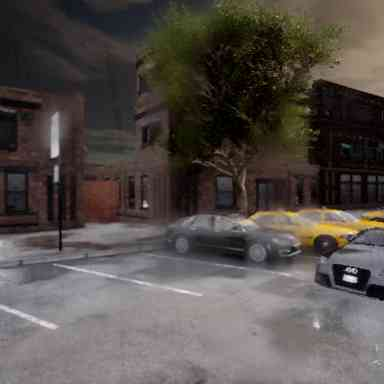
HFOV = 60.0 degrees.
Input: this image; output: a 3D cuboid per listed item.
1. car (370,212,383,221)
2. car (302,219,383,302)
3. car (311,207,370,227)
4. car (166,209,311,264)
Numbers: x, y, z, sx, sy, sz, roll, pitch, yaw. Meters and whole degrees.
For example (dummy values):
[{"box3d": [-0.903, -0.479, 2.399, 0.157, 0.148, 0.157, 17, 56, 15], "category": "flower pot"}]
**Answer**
[{"box3d": [6.343, 1.462, 15.105, 5.366, 1.575, 1.946, -1, -1, 34], "category": "car"}, {"box3d": [4.789, 1.553, 7.821, 4.181, 1.385, 1.994, 0, 0, -35], "category": "car"}, {"box3d": [3.900, 1.466, 13.362, 5.366, 1.575, 1.946, -1, -1, 35], "category": "car"}, {"box3d": [1.298, 1.476, 11.732, 4.892, 1.521, 2.231, -1, -1, 35], "category": "car"}]
